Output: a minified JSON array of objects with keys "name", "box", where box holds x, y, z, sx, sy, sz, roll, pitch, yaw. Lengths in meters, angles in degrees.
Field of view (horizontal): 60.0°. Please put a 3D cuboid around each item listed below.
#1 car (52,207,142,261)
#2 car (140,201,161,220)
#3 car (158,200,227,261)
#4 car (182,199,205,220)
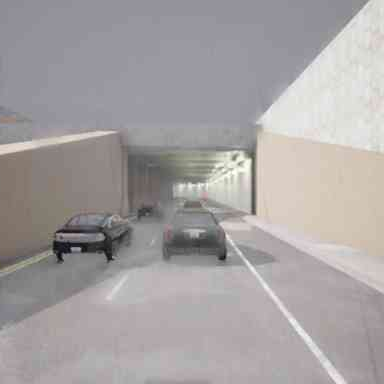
[{"name":"car","box":[-3.414,1.496,12.247,2.128,1.511,4.902,0,0,0]},{"name":"car","box":[-3.411,1.503,28.046,2.128,1.511,4.902,0,0,0]},{"name":"car","box":[0.086,1.358,12.501,2.097,1.767,4.553,0,0,0]},{"name":"car","box":[0.093,1.490,29.624,1.882,1.535,5.008,0,0,0]}]
